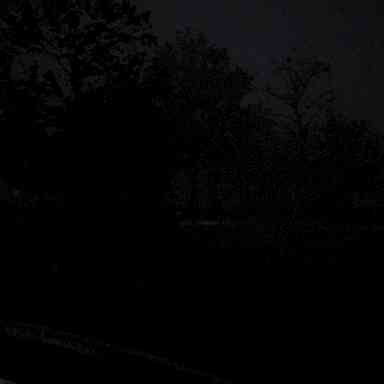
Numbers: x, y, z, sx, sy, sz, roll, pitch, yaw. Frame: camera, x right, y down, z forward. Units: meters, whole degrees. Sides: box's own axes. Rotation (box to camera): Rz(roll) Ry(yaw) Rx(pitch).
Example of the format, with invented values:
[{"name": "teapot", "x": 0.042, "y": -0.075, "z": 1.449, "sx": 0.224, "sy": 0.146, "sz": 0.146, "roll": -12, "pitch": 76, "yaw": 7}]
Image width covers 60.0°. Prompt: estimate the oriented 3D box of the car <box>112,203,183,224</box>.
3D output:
[{"name": "car", "x": -3.139, "y": 1.528, "z": 23.880, "sx": 5.008, "sy": 1.535, "sz": 1.882, "roll": 0, "pitch": -1, "yaw": -4}]
